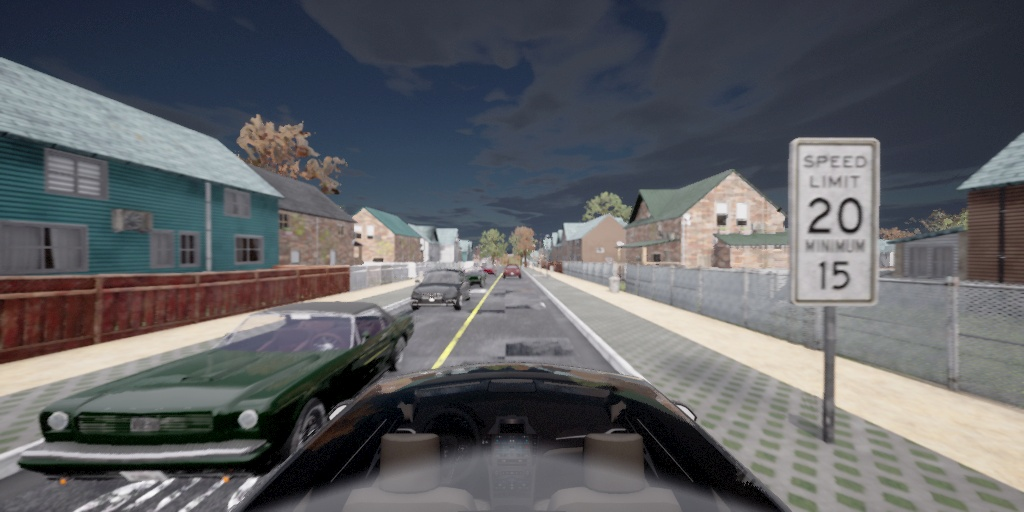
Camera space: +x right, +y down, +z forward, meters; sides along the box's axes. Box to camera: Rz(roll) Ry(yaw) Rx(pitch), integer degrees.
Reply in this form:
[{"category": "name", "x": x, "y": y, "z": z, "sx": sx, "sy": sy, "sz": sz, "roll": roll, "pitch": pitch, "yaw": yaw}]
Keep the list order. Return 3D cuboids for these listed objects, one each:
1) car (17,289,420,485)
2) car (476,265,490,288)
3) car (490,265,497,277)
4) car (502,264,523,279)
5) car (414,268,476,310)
[{"category": "car", "x": -2.818, "y": 1.365, "z": 4.915, "sx": 1.895, "sy": 1.301, "sz": 4.718, "roll": 0, "pitch": 0, "yaw": -1}, {"category": "car", "x": -2.824, "y": 1.498, "z": 25.429, "sx": 1.895, "sy": 1.301, "sz": 4.718, "roll": 0, "pitch": 0, "yaw": 0}, {"category": "car", "x": -2.716, "y": 1.700, "z": 40.969, "sx": 1.895, "sy": 1.301, "sz": 4.718, "roll": 0, "pitch": -1, "yaw": 0}, {"category": "car", "x": 0.029, "y": 1.526, "z": 36.406, "sx": 1.812, "sy": 1.442, "sz": 4.674, "roll": 0, "pitch": -1, "yaw": 0}, {"category": "car", "x": -2.837, "y": 1.325, "z": 15.153, "sx": 1.837, "sy": 1.490, "sz": 4.892, "roll": 0, "pitch": 0, "yaw": 0}]
